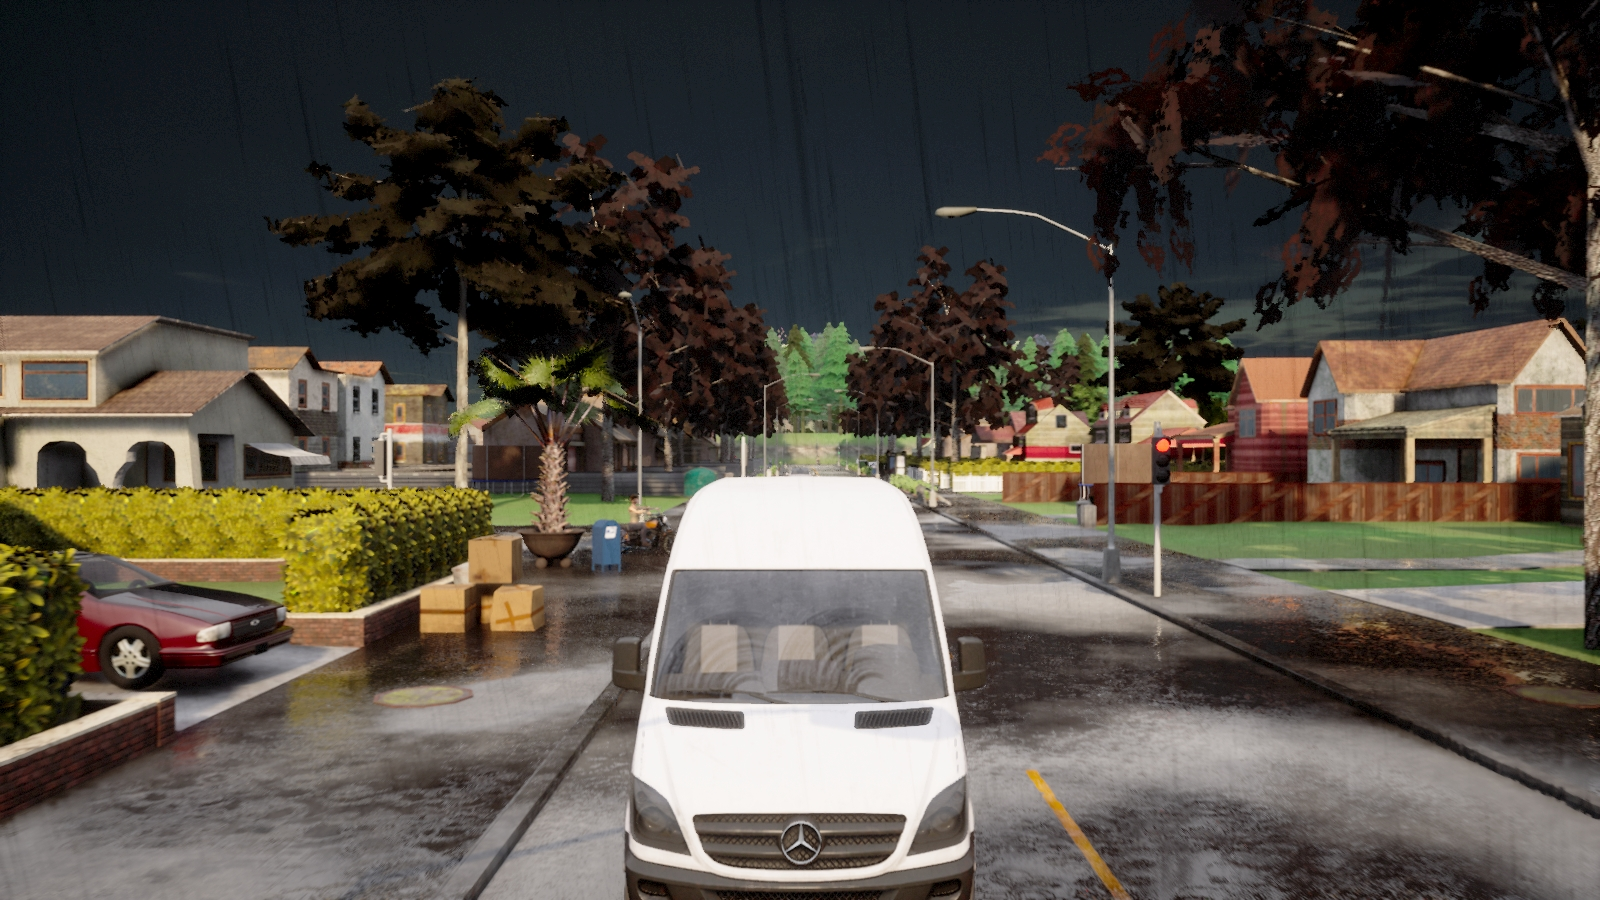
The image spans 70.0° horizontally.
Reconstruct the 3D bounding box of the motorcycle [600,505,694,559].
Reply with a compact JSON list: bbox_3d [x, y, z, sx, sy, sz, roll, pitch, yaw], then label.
[{"bbox_3d":[-4.044,2.155,30.199,2.356,1.307,0.764,0,1,15],"label":"motorcycle"}]

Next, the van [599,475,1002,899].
[{"bbox_3d":[0.004,1.534,8.590,1.988,2.561,5.915,0,0,0],"label":"van"}]
